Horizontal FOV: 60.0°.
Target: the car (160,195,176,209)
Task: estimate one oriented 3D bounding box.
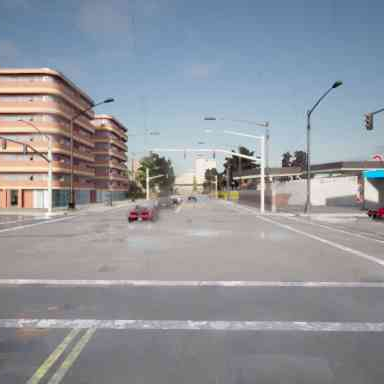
[{"bbox_3d":[-3.585,1.506,45.030,1.837,1.490,4.892,0,0,0],"label":"car"}]

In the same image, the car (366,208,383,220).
[{"bbox_3d":[16.543,1.601,26.403,4.718,1.301,1.895,0,0,1],"label":"car"}]

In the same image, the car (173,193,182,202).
[{"bbox_3d":[-3.476,1.222,76.087,2.150,2.045,5.566,0,0,0],"label":"car"}]

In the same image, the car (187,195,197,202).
[{"bbox_3d":[0.022,1.339,70.785,1.812,1.442,4.674,0,0,0],"label":"car"}]

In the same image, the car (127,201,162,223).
[{"bbox_3d":[-3.588,1.569,25.033,1.895,1.301,4.718,0,0,0],"label":"car"}]

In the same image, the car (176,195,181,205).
[{"bbox_3d":[-3.552,1.601,60.684,1.895,1.301,4.718,0,0,0],"label":"car"}]
